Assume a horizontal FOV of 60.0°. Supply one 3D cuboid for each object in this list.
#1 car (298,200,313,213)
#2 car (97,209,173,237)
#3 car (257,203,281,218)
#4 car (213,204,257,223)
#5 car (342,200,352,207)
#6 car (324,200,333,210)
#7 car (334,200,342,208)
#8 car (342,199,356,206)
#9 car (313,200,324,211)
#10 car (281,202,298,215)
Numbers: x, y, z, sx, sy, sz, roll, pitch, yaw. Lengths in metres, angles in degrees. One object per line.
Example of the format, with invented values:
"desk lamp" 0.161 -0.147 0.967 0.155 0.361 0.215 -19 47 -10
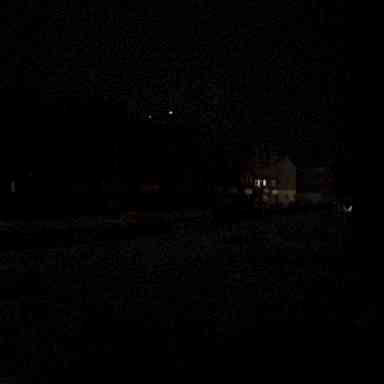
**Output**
"car" 13.157 1.893 41.582 1.887 1.381 4.507 -1 -1 35
"car" -3.045 1.660 18.797 1.752 1.417 4.829 -1 -1 35
"car" 6.637 1.803 32.412 2.008 1.369 4.403 -1 -1 35
"car" 3.377 1.776 27.828 1.947 1.339 4.313 -1 -1 35
"car" 29.459 2.203 64.505 2.008 1.369 4.403 -2 -2 35
"car" 19.677 2.010 50.751 2.008 1.369 4.403 -2 -2 35
"car" 22.937 2.071 55.336 2.008 1.369 4.403 -2 -2 35
"car" 32.717 2.268 69.089 1.887 1.381 4.507 -2 -2 35
"car" 16.416 1.842 46.169 1.967 1.590 4.097 -2 -1 35
"car" 9.897 1.881 36.997 1.802 1.307 4.206 -1 -1 35
